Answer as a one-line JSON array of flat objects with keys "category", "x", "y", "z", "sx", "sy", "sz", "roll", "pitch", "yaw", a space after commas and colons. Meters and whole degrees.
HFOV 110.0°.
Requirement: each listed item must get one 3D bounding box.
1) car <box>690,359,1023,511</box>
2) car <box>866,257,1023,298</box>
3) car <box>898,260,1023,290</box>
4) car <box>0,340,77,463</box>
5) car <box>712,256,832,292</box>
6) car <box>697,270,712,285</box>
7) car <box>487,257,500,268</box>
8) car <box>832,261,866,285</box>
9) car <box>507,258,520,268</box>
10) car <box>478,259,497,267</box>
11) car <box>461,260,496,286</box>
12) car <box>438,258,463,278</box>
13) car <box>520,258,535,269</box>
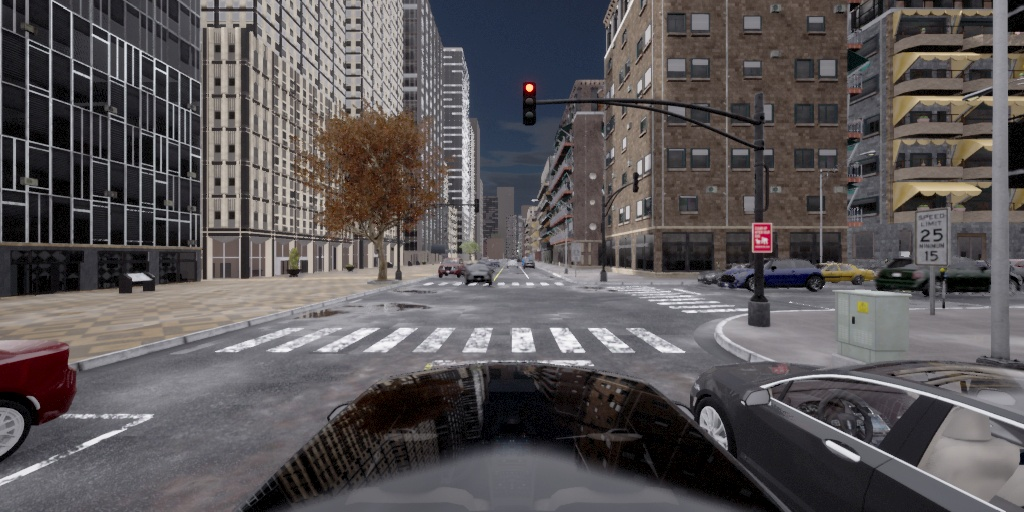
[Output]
[{"category": "car", "x": 2.688, "y": 1.300, "z": 2.031, "sx": 2.007, "sy": 1.370, "sz": 4.403, "roll": 0, "pitch": 0, "yaw": 0}, {"category": "car", "x": 18.989, "y": 0.821, "z": 15.741, "sx": 4.553, "sy": 1.767, "sz": 2.097, "roll": -1, "pitch": 0, "yaw": 0}, {"category": "car", "x": 24.158, "y": 0.944, "z": 18.968, "sx": 5.357, "sy": 1.411, "sz": 2.033, "roll": -1, "pitch": 0, "yaw": -1}, {"category": "car", "x": -5.692, "y": 1.295, "z": 2.030, "sx": 1.888, "sy": 1.381, "sz": 4.507, "roll": 0, "pitch": 0, "yaw": 0}, {"category": "car", "x": 13.521, "y": 0.896, "z": 18.884, "sx": 4.553, "sy": 1.767, "sz": 2.097, "roll": -1, "pitch": 0, "yaw": 0}, {"category": "car", "x": 13.433, "y": 1.095, "z": 21.448, "sx": 4.403, "sy": 1.370, "sz": 2.007, "roll": 0, "pitch": 0, "yaw": -1}, {"category": "car", "x": -3.048, "y": 1.338, "z": 63.055, "sx": 2.033, "sy": 1.411, "sz": 5.357, "roll": 0, "pitch": 0, "yaw": 0}, {"category": "car", "x": 18.830, "y": 0.992, "z": 21.503, "sx": 4.829, "sy": 1.417, "sz": 1.751, "roll": 0, "pitch": 0, "yaw": -1}, {"category": "car", "x": 0.096, "y": 1.315, "z": 62.262, "sx": 1.812, "sy": 1.442, "sz": 4.674, "roll": 0, "pitch": 0, "yaw": 0}, {"category": "car", "x": -3.102, "y": 1.333, "z": 41.763, "sx": 1.994, "sy": 1.385, "sz": 4.181, "roll": 0, "pitch": 0, "yaw": 0}, {"category": "car", "x": -2.494, "y": 1.263, "z": 25.546, "sx": 1.837, "sy": 1.490, "sz": 4.892, "roll": 0, "pitch": 0, "yaw": -8}, {"category": "car", "x": -5.695, "y": 1.078, "z": 34.418, "sx": 2.192, "sy": 1.841, "sz": 5.009, "roll": 0, "pitch": 0, "yaw": 0}, {"category": "car", "x": 2.685, "y": 1.348, "z": 56.509, "sx": 1.948, "sy": 1.339, "sz": 4.313, "roll": 0, "pitch": 0, "yaw": 0}]
